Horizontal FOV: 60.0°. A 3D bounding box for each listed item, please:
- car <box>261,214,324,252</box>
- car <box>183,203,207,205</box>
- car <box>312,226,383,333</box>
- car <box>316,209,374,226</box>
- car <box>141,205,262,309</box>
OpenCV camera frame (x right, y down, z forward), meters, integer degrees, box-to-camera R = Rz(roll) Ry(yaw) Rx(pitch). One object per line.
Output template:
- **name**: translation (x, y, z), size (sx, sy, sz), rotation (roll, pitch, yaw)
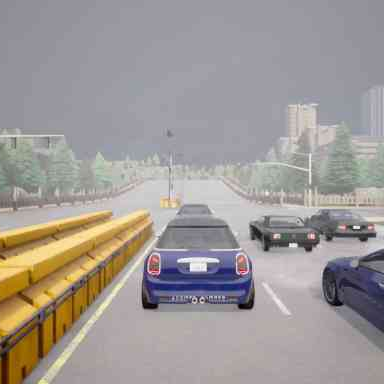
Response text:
- **car**: translation (3.624, 1.601, 13.984), size (1.895, 1.301, 4.718), rotation (0, 0, 1)
- **car**: translation (0.133, 1.352, 16.949), size (2.097, 1.767, 4.553), rotation (0, 0, 0)
- **car**: translation (3.613, 1.526, 5.044), size (1.812, 1.442, 4.674), rotation (0, 0, 0)
- **car**: translation (7.108, 1.547, 16.559), size (2.033, 1.411, 5.357), rotation (0, 0, 4)
- **car**: translation (0.115, 1.352, 8.013), size (2.097, 1.767, 4.553), rotation (0, 0, 0)
